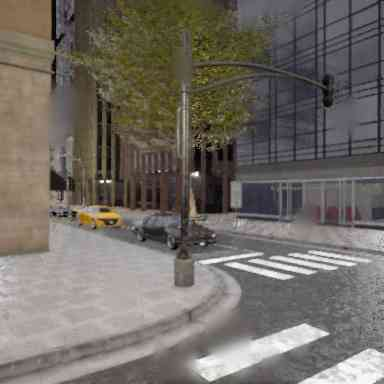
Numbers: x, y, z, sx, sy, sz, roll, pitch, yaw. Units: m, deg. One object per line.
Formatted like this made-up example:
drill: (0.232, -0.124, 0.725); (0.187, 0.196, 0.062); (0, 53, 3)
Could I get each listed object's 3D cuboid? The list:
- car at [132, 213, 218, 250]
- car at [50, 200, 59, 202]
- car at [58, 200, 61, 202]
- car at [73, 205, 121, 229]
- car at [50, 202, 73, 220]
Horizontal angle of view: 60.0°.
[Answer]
car: (-1.048, 1.739, 15.725); (2.033, 1.411, 5.357); (1, -1, -34)
car: (-18.009, 1.940, 40.119); (2.033, 1.411, 5.357); (1, -1, -35)
car: (-19.942, 1.960, 48.359); (2.128, 1.511, 4.902); (1, -1, -35)
car: (-6.729, 1.736, 23.911); (1.882, 1.535, 5.008); (1, -1, -35)
car: (-12.247, 1.925, 31.812); (1.895, 1.301, 4.718); (1, -1, -35)
